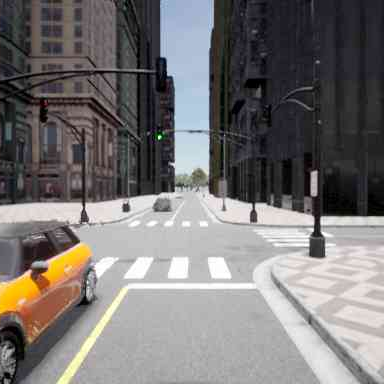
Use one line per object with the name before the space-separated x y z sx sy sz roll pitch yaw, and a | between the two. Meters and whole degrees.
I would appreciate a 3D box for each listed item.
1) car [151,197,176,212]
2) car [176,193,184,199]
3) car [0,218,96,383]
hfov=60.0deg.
car | -3.006 1.326 34.460 1.837 1.490 4.892 0 2 0
car | -3.015 0.956 81.775 1.812 1.442 4.674 0 0 0
car | -3.001 1.306 4.859 2.097 1.767 4.553 0 0 0
